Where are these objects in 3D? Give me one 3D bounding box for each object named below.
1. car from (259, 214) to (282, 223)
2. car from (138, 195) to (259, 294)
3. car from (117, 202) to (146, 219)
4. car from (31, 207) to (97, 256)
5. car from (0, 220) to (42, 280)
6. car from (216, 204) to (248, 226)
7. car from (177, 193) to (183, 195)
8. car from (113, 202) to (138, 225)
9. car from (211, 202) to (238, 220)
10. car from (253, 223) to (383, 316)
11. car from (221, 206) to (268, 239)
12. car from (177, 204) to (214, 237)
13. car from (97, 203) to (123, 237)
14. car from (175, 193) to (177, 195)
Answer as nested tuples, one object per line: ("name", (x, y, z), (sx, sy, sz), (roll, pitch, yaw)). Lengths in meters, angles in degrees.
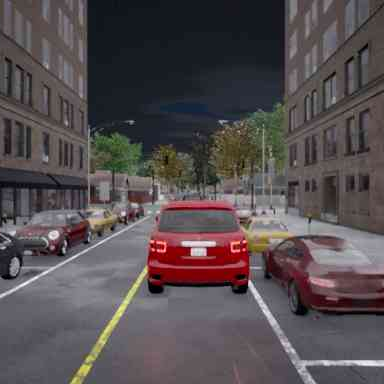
("car", (2.699, 1.527, 12.917), (1.752, 1.417, 4.829), (0, 0, 0))
("car", (0.139, 1.222, 8.951), (2.150, 2.045, 5.566), (0, 0, 0))
("car", (-5.239, 1.593, 29.343), (1.802, 1.307, 4.206), (0, 0, 0))
("car", (-5.327, 1.442, 12.787), (1.967, 1.590, 4.097), (0, 0, 0))
("car", (-5.356, 1.551, 7.268), (2.008, 1.369, 4.403), (0, 0, 0))
("car", (2.757, 1.590, 23.783), (1.802, 1.307, 4.206), (0, 0, 0))
("car", (0.119, 1.232, 28.994), (2.150, 2.045, 5.566), (0, 0, 2))
("car", (-5.268, 1.448, 23.824), (1.967, 1.590, 4.097), (0, 0, 0))
("car", (2.786, 1.577, 29.302), (1.947, 1.339, 4.313), (0, 0, 0))
("car", (2.669, 1.582, 7.229), (1.802, 1.307, 4.206), (0, 0, 0))
("car", (2.727, 1.549, 18.265), (1.887, 1.381, 4.507), (0, 0, 0))
("car", (0.195, 1.510, 18.980), (1.837, 1.490, 4.892), (0, 0, 1))
("car", (-5.299, 1.530, 18.135), (1.752, 1.417, 4.829), (0, 0, 0))
("car", (-2.667, 1.279, 68.819), (2.150, 2.045, 5.566), (0, 0, 0))
